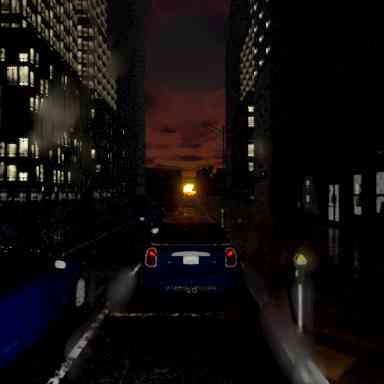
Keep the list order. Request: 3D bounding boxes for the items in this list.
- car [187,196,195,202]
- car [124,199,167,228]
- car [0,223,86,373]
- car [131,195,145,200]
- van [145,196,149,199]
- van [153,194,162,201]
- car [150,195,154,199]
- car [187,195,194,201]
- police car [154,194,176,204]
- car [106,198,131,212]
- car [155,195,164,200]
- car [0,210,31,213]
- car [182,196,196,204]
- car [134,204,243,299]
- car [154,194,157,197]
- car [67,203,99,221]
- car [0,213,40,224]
[{"bbox_3d":[-0.312,1.544,78.396,1.802,1.307,4.206,0,0,0],"label":"car"},{"bbox_3d":[-3.003,1.477,22.501,1.882,1.535,5.008,0,0,0],"label":"car"},{"bbox_3d":[-3.034,1.479,4.652,1.882,1.535,5.008,0,0,0],"label":"car"},{"bbox_3d":[-8.742,1.534,49.965,1.887,1.381,4.507,0,0,0],"label":"car"},{"bbox_3d":[-8.731,1.326,55.657,1.690,1.788,3.998,0,0,0],"label":"van"},{"bbox_3d":[-8.681,1.301,84.118,1.690,1.788,3.998,0,0,0],"label":"van"},{"bbox_3d":[-8.722,1.563,61.349,1.802,1.307,4.206,0,0,0],"label":"car"},{"bbox_3d":[-0.301,1.481,84.258,1.752,1.417,4.829,0,0,0],"label":"car"},{"bbox_3d":[-3.071,1.416,40.535,1.930,1.638,5.238,0,0,0],"label":"police car"},{"bbox_3d":[-8.762,1.546,38.580,2.008,1.369,4.403,0,0,0],"label":"car"},{"bbox_3d":[-8.672,1.520,89.810,1.947,1.339,4.313,0,0,0],"label":"car"},{"bbox_3d":[-8.802,1.570,15.812,1.947,1.339,4.313,0,0,0],"label":"car"},{"bbox_3d":[-0.372,1.554,44.245,1.947,1.339,4.313,0,0,0],"label":"car"},{"bbox_3d":[-0.015,1.353,8.615,2.097,1.767,4.553,0,0,0],"label":"car"},{"bbox_3d":[-8.692,1.406,78.425,1.967,1.590,4.097,0,0,0],"label":"car"},{"bbox_3d":[-8.782,1.582,27.194,1.802,1.307,4.206,0,0,0],"label":"car"},{"bbox_3d":[-6.225,1.551,9.531,2.033,1.411,5.357,0,0,0],"label":"car"}]
